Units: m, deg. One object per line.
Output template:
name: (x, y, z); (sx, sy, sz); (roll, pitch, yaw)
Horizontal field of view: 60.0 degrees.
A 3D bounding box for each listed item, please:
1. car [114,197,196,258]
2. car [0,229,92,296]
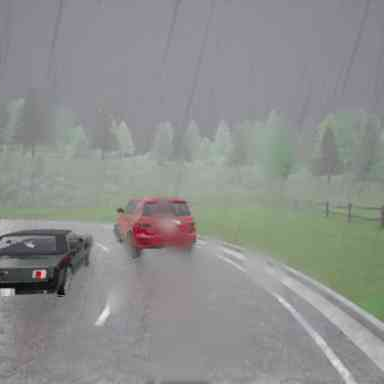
car: (-1.619, 1.211, 13.113); (2.150, 2.045, 5.566); (1, 0, -20)
car: (-3.777, 1.588, 8.445); (1.895, 1.301, 4.718); (0, 0, -8)
